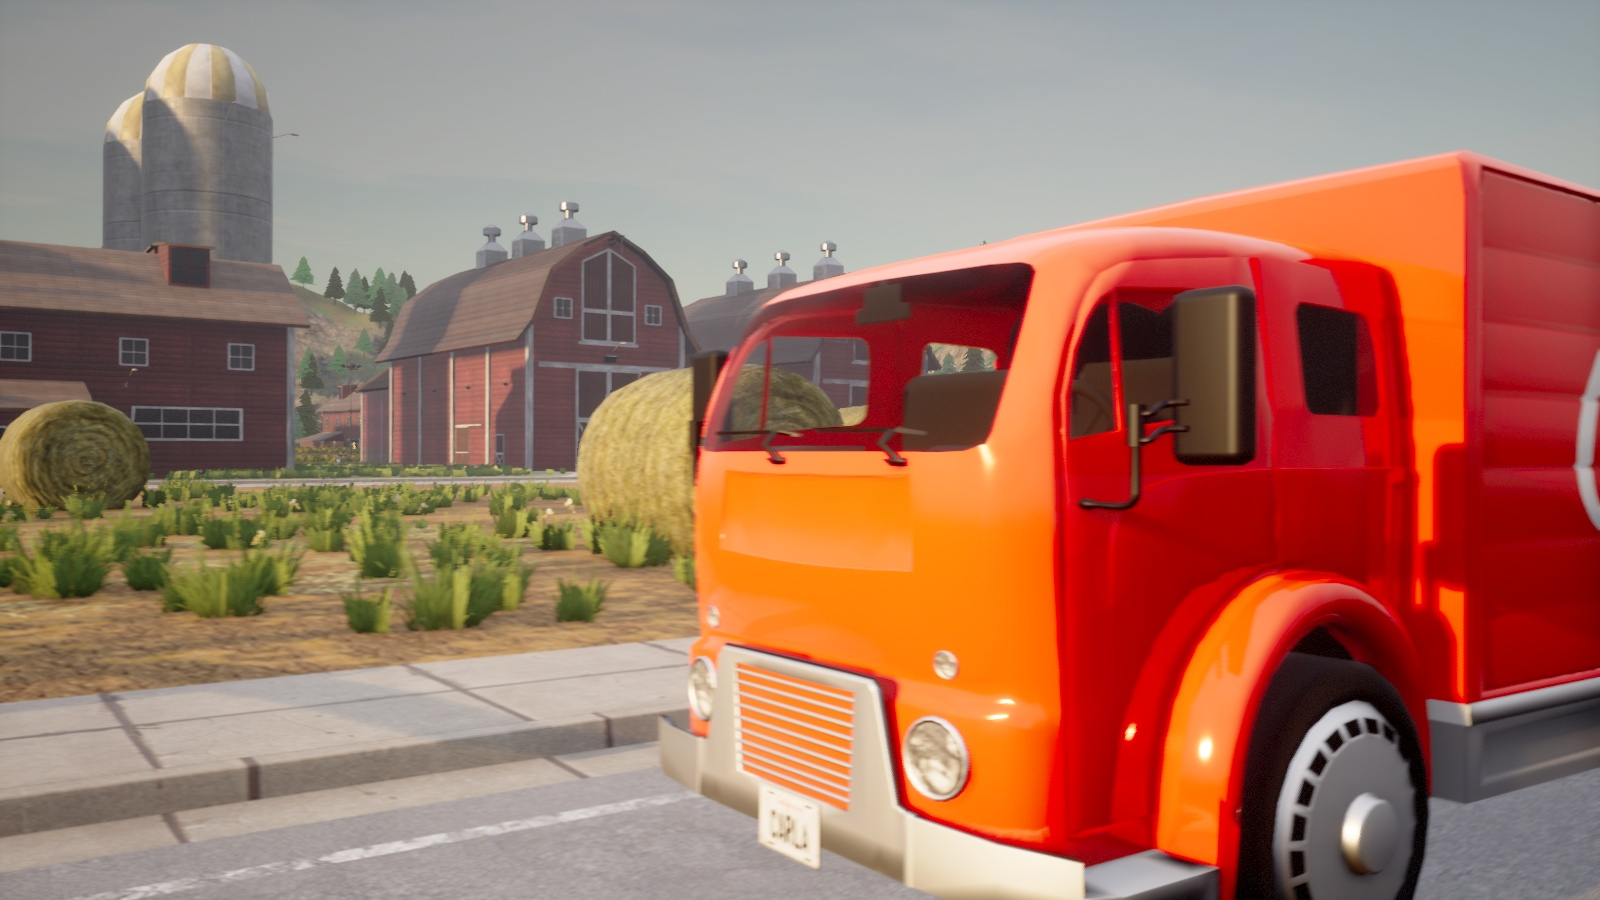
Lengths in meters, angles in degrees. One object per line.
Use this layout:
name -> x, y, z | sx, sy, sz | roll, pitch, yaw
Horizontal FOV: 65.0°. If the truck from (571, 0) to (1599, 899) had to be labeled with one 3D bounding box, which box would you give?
truck -> 2.032, 0.266, 5.108 | 5.204, 2.467, 2.627 | 0, 0, -35
